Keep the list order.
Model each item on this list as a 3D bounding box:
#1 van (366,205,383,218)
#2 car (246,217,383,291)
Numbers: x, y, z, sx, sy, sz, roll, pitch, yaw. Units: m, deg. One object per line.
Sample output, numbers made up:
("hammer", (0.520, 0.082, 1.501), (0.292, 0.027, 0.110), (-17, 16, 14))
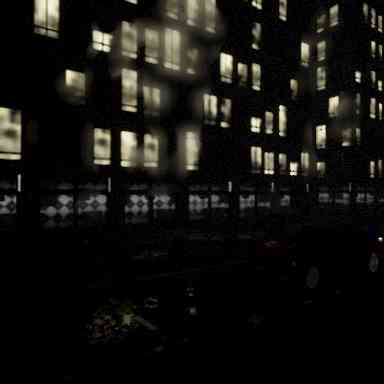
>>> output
("van", (8.060, 1.334, 12.300), (3.998, 1.788, 1.690), (0, 0, -35))
("car", (3.424, 1.541, 8.996), (4.507, 1.381, 1.887), (0, 0, -35))
